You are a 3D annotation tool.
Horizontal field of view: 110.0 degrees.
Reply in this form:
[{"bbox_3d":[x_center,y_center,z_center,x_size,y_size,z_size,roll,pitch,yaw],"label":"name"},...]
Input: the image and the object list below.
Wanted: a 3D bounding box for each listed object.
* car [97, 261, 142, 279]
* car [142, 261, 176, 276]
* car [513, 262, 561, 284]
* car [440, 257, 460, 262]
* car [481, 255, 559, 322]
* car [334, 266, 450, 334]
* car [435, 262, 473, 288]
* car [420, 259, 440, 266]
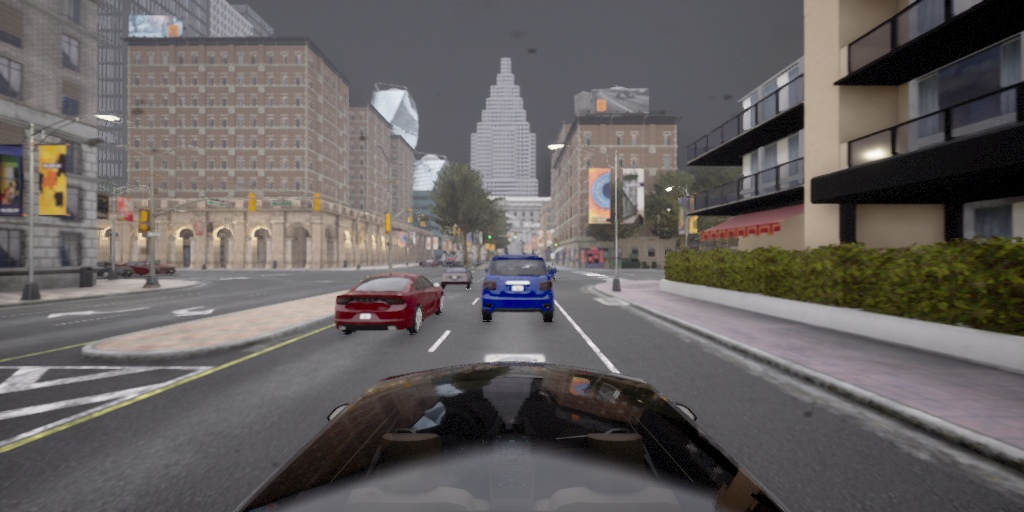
[{"bbox_3d":[-37.327,1.256,32.663,4.892,1.490,1.837,0,0,0],"label":"car"},{"bbox_3d":[-36.827,1.232,36.163,5.008,1.535,1.882,0,0,0],"label":"car"},{"bbox_3d":[2.069,1.249,28.014,1.882,1.535,5.008,-1,-1,27],"label":"car"},{"bbox_3d":[-10.882,1.354,63.373,1.994,1.385,4.181,0,0,1],"label":"car"},{"bbox_3d":[0.191,0.979,12.488,2.150,2.045,5.566,0,0,1],"label":"car"},{"bbox_3d":[-3.325,1.233,10.677,1.882,1.535,5.008,0,0,1],"label":"car"},{"bbox_3d":[-3.587,1.312,23.671,2.033,1.411,5.357,0,0,-4],"label":"car"},{"bbox_3d":[-14.380,1.314,63.652,1.812,1.442,4.674,0,0,1],"label":"car"}]
